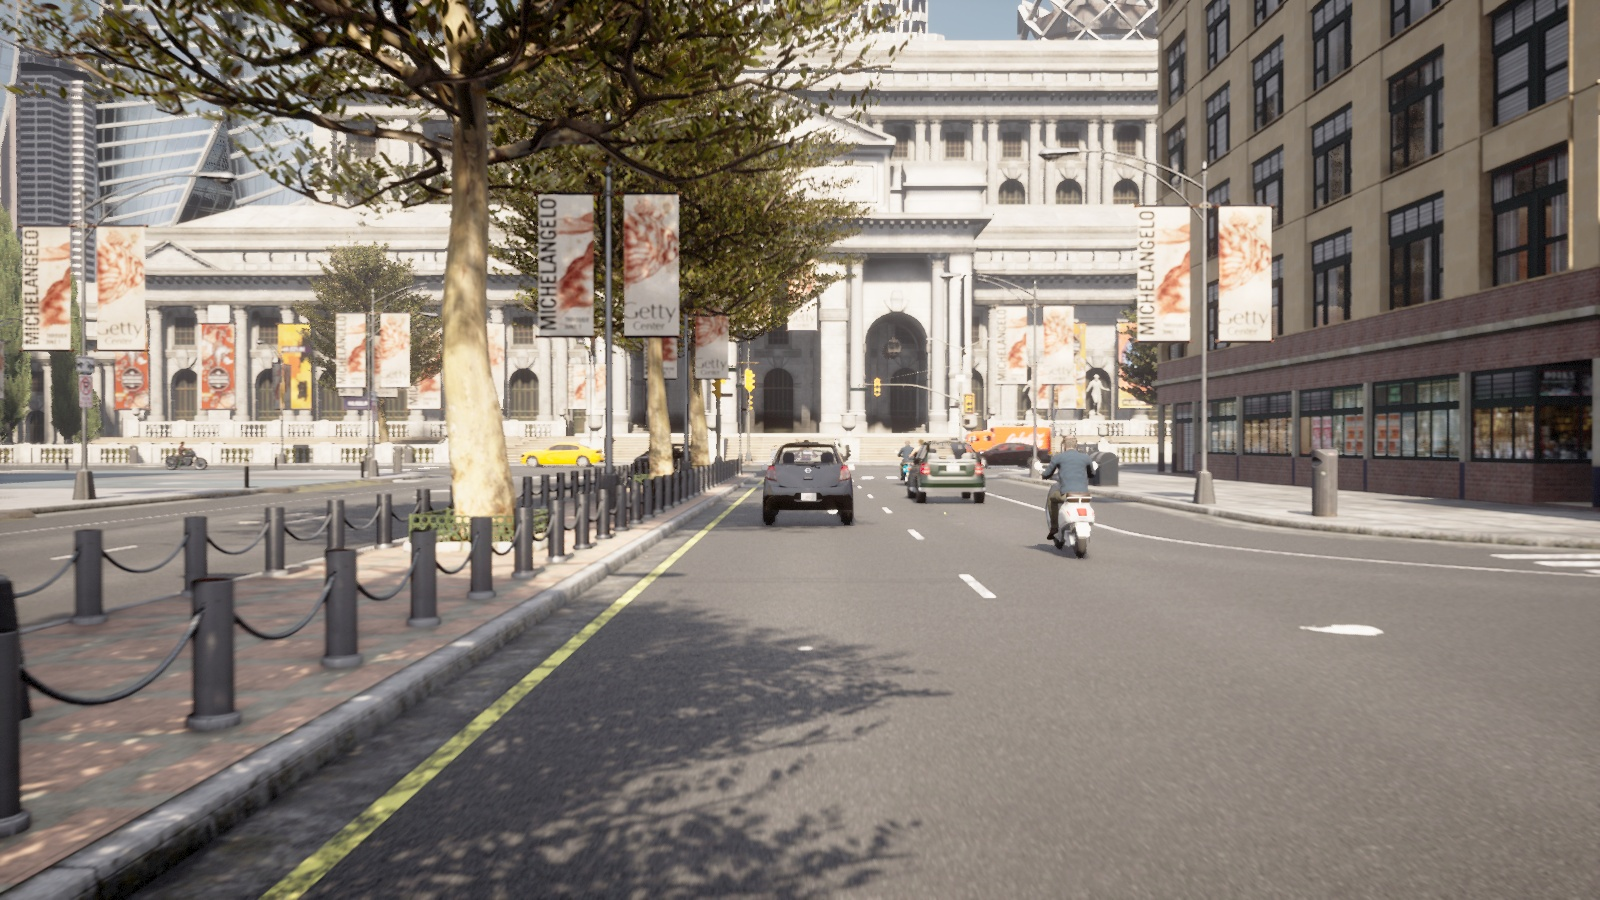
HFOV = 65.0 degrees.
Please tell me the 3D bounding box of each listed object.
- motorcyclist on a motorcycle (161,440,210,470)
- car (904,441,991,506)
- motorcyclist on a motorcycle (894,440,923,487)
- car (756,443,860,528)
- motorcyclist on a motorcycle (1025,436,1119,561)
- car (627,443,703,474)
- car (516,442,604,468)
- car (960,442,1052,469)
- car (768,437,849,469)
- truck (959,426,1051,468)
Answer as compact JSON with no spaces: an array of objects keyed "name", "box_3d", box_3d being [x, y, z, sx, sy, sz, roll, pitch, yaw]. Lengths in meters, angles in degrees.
[{"name":"motorcyclist on a motorcycle","box_3d":[-34.096,0.277,69.668,2.350,1.649,0.766,0,0,0]},{"name":"car","box_3d":[3.696,0.548,32.022,1.789,1.549,3.705,0,0,0]},{"name":"motorcyclist on a motorcycle","box_3d":[3.740,0.457,43.548,0.866,1.590,1.817,0,0,1]},{"name":"car","box_3d":[0.152,0.624,24.130,1.845,1.501,3.633,0,0,0]},{"name":"motorcyclist on a motorcycle","box_3d":[3.611,0.608,16.834,0.866,1.590,1.817,0,0,0]},{"name":"car","box_3d":[-6.584,0.407,61.713,1.816,1.474,4.193,0,0,25]},{"name":"car","box_3d":[-14.592,0.281,76.482,5.008,1.535,1.882,0,0,1]},{"name":"car","box_3d":[11.887,0.324,72.725,5.008,1.535,1.882,0,0,1]},{"name":"car","box_3d":[0.482,0.153,72.835,4.605,1.855,1.932,0,0,1]},{"name":"truck","box_3d":[12.395,-0.165,76.218,5.204,2.467,2.627,0,0,1]}]
